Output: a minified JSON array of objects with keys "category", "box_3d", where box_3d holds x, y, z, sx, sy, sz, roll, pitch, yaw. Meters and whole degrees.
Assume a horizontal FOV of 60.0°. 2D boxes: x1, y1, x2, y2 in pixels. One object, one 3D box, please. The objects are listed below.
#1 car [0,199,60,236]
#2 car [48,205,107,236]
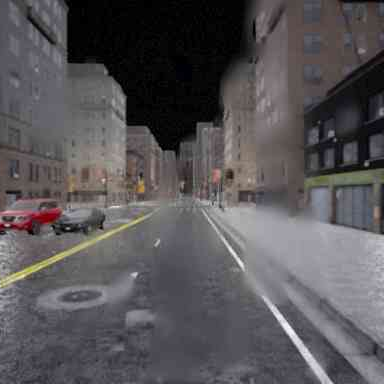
[{"category":"car","box_3d":[-9.857,1.452,20.527,2.150,2.045,5.566,0,-1,0]},{"category":"car","box_3d":[-6.607,1.705,20.207,1.882,1.535,5.008,0,-1,0]}]
